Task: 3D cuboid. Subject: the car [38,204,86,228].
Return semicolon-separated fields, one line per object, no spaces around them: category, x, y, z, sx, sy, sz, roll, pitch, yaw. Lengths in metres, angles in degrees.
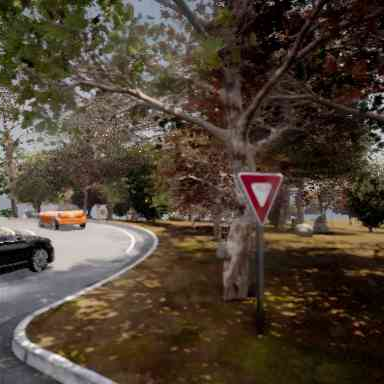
car;-9.329;1.617;23.559;2.097;1.767;4.553;0;-1;-41

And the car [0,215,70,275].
car;-5.742;1.611;8.595;2.128;1.511;4.902;0;0;18
